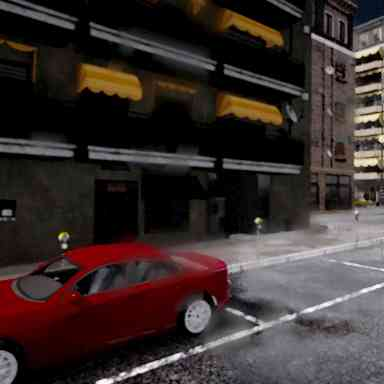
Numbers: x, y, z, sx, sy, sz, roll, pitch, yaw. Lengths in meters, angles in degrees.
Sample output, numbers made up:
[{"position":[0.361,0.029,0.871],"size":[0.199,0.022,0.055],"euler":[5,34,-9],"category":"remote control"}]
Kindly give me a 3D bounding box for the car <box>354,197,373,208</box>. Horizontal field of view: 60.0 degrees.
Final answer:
[{"position":[21.975,1.365,45.266],"size":[1.752,1.417,4.829],"euler":[1,-1,-35],"category":"car"}]

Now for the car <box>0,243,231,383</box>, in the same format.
[{"position":[-1.436,1.531,5.054],"size":[4.507,1.381,1.887],"euler":[-1,2,-35],"category":"car"}]
